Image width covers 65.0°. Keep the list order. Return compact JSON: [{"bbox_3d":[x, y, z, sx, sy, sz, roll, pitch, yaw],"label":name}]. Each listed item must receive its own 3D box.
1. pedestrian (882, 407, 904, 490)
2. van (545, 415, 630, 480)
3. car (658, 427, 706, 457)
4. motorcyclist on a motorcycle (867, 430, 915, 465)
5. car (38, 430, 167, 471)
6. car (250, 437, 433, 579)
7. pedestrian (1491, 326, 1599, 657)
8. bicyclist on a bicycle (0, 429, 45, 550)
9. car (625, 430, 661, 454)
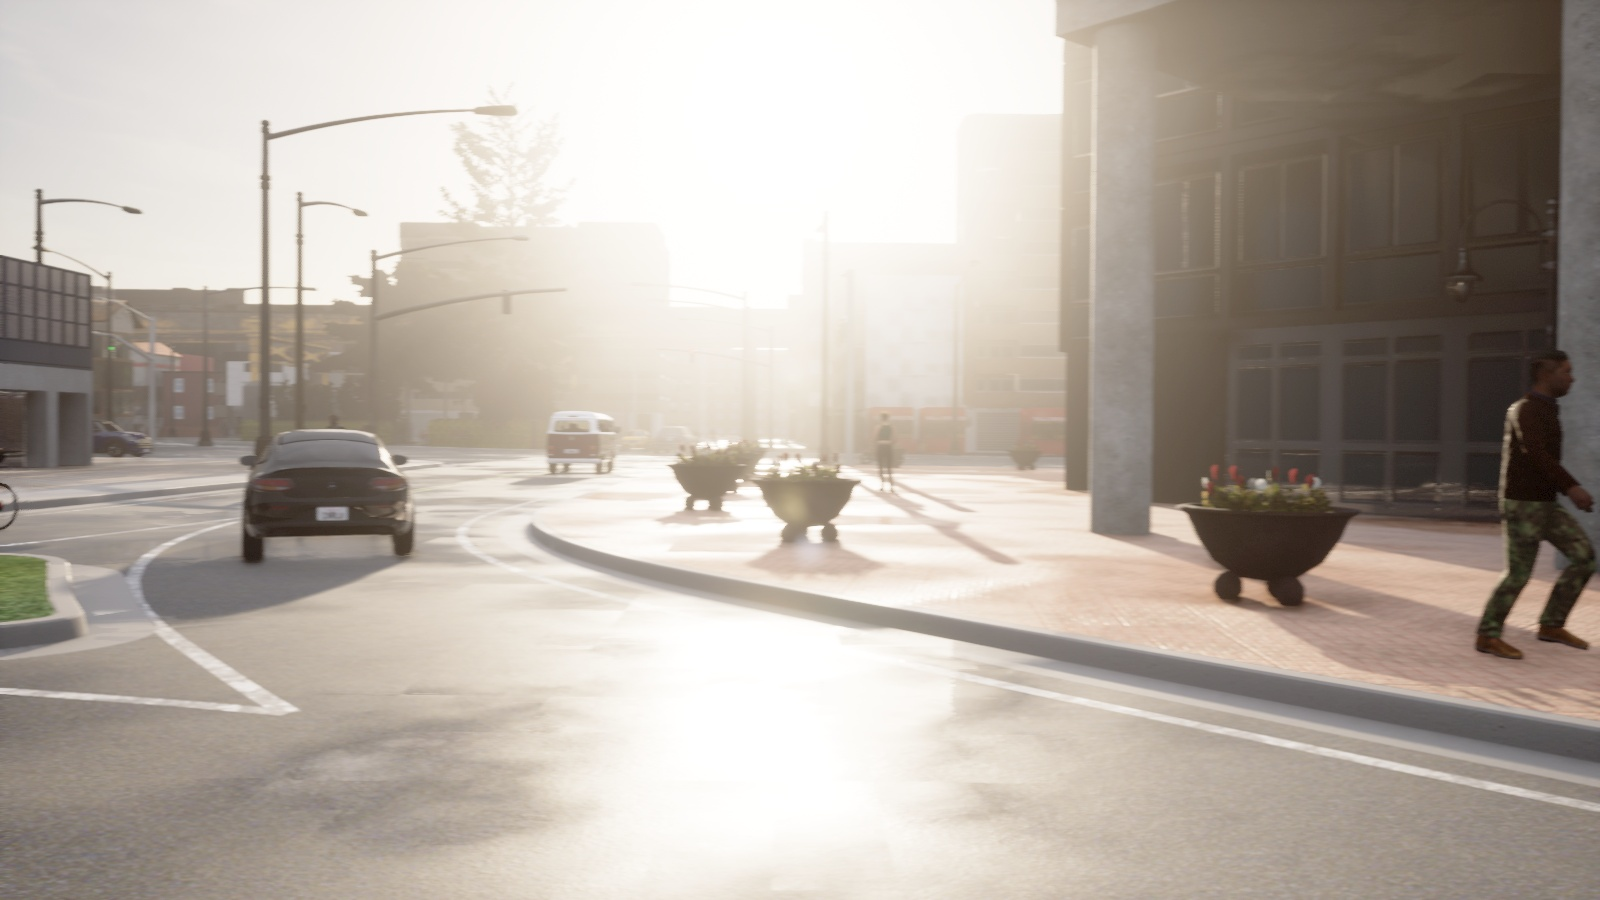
[{"bbox_3d":[2.077,-0.034,28.065,0.345,1.836,0.594,-1,1,-7],"label":"pedestrian"},{"bbox_3d":[-6.989,-0.122,41.784,2.069,2.038,4.480,-1,1,0],"label":"van"},{"bbox_3d":[-7.211,-0.527,77.323,2.097,1.767,4.553,0,1,5],"label":"car"},{"bbox_3d":[4.077,-0.110,56.330,2.044,1.523,0.797,0,1,-1],"label":"motorcyclist on a motorcycle"},{"bbox_3d":[-31.004,-0.008,55.918,4.553,1.767,2.097,0,1,-1],"label":"car"},{"bbox_3d":[-5.712,0.574,15.520,1.812,1.442,4.674,-1,1,-22],"label":"car"},{"bbox_3d":[4.465,0.227,7.282,0.431,1.840,0.703,-1,1,-43],"label":"pedestrian"},{"bbox_3d":[-11.035,0.535,16.843,0.582,1.620,1.656,-1,1,9],"label":"bicyclist on a bicycle"},{"bbox_3d":[-10.657,-0.548,85.591,1.801,1.575,5.366,-1,1,0],"label":"car"}]
